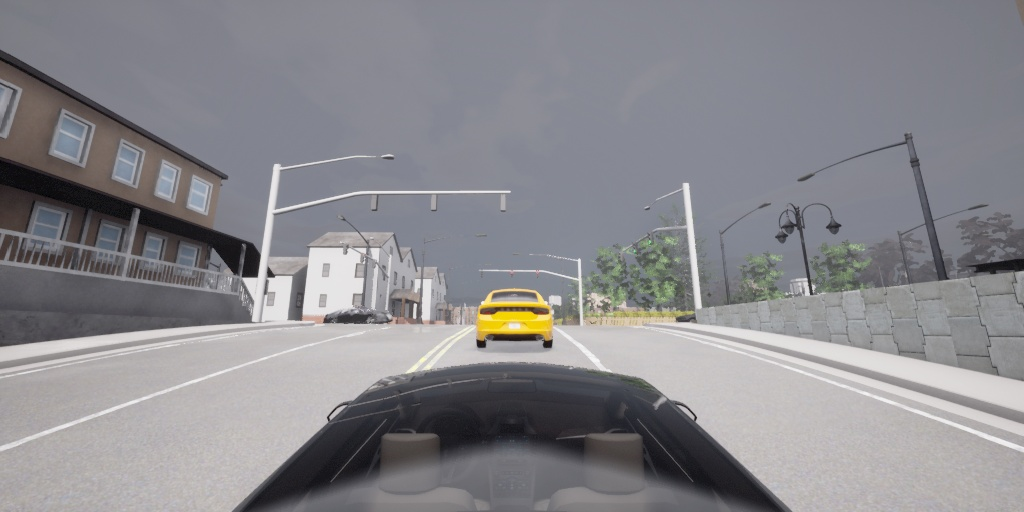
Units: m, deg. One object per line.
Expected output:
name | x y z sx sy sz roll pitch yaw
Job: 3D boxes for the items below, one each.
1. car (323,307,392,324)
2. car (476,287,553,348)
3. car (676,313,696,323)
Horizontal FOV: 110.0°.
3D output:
car | -11.505 4.599 26.866 4.902 1.511 2.128 -6 -12 6
car | 0.071 1.723 10.547 1.882 1.535 5.008 0 -7 0
car | 16.492 5.261 30.390 5.008 1.535 1.882 0 -12 1
